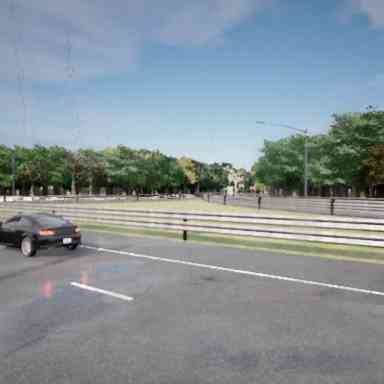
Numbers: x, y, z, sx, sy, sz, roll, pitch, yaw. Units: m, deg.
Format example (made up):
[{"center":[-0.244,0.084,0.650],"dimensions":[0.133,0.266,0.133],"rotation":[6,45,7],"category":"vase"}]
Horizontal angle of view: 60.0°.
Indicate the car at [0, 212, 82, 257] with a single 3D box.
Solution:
[{"center":[-6.139,1.504,12.789],"dimensions":[4.674,1.442,1.812],"rotation":[0,0,36],"category":"car"}]
